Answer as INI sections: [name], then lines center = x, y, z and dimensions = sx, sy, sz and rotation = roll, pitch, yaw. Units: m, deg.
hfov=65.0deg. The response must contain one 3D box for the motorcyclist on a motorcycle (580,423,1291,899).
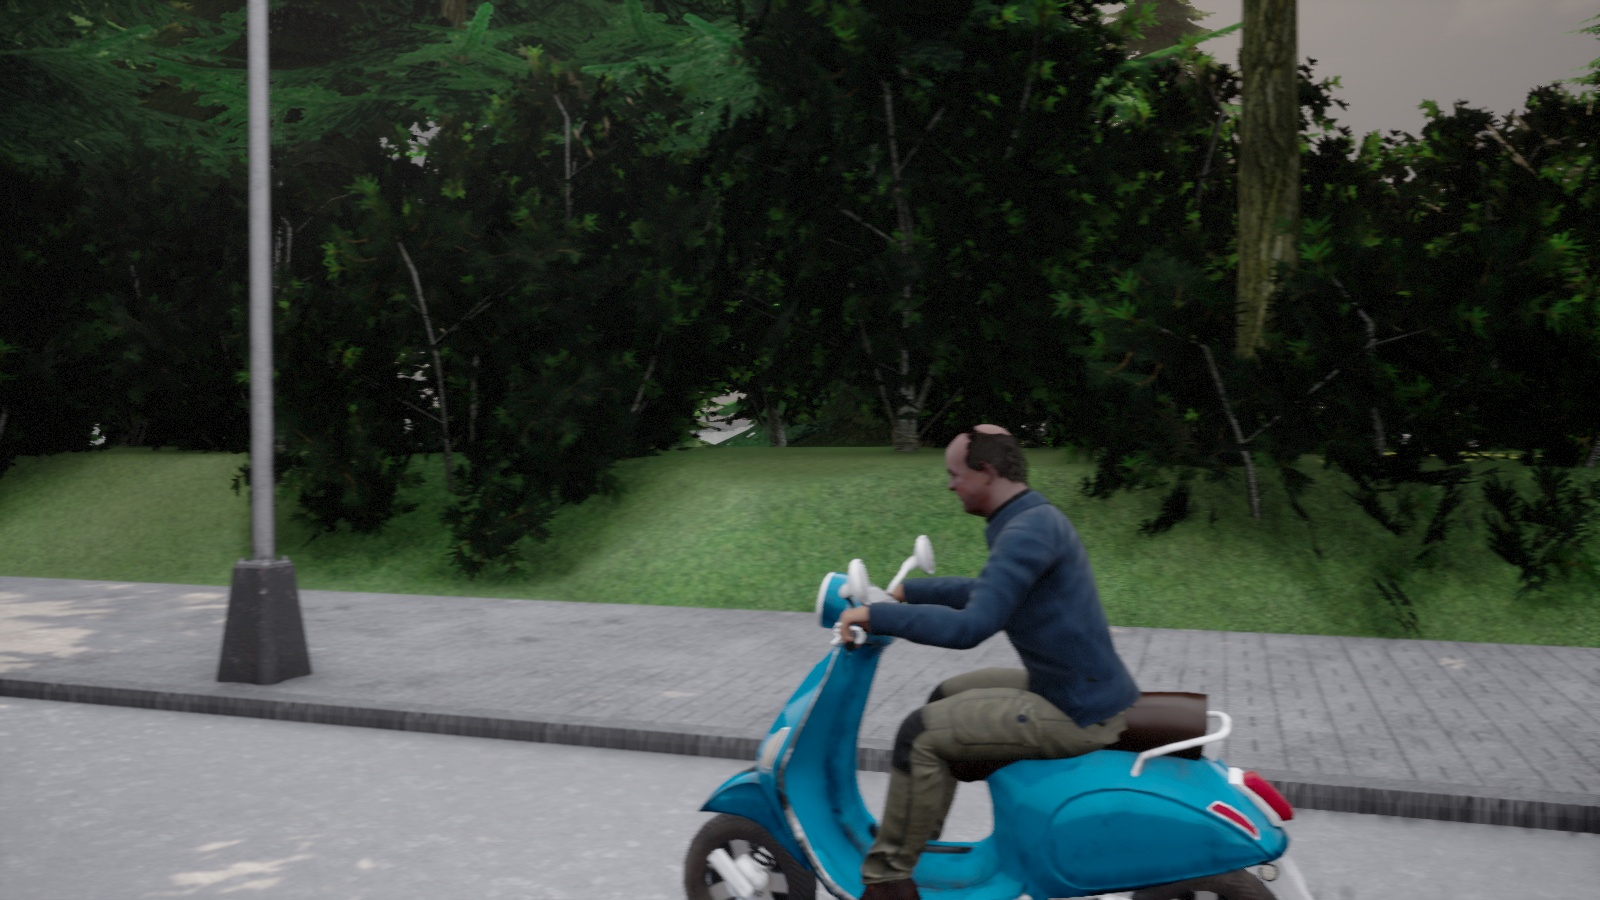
[motorcyclist on a motorcycle]
center = 0.395, 0.724, 3.587
dimensions = 1.817, 1.590, 0.866
rotation = 1, 1, 19
